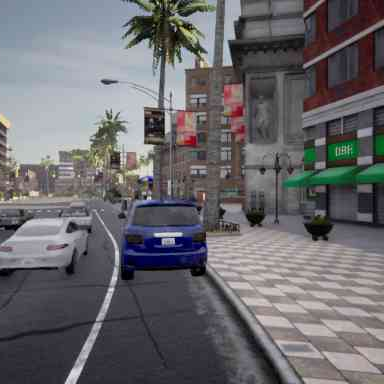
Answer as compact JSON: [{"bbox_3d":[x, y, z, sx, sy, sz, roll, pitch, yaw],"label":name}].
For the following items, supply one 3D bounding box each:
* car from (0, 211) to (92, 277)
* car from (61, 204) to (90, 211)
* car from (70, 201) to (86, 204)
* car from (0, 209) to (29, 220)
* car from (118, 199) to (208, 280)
[{"bbox_3d":[-4.349,1.523,10.252,1.812,1.442,4.674,0,0,-11],"label":"car"},{"bbox_3d":[-6.760,1.595,19.269,1.895,1.301,4.718,0,0,-16],"label":"car"},{"bbox_3d":[-10.406,1.516,30.424,1.812,1.442,4.674,0,0,-18],"label":"car"},{"bbox_3d":[-10.343,1.592,19.128,1.895,1.301,4.718,0,0,-17],"label":"car"},{"bbox_3d":[-1.055,1.218,10.220,2.150,2.045,5.566,0,0,-11],"label":"car"}]
